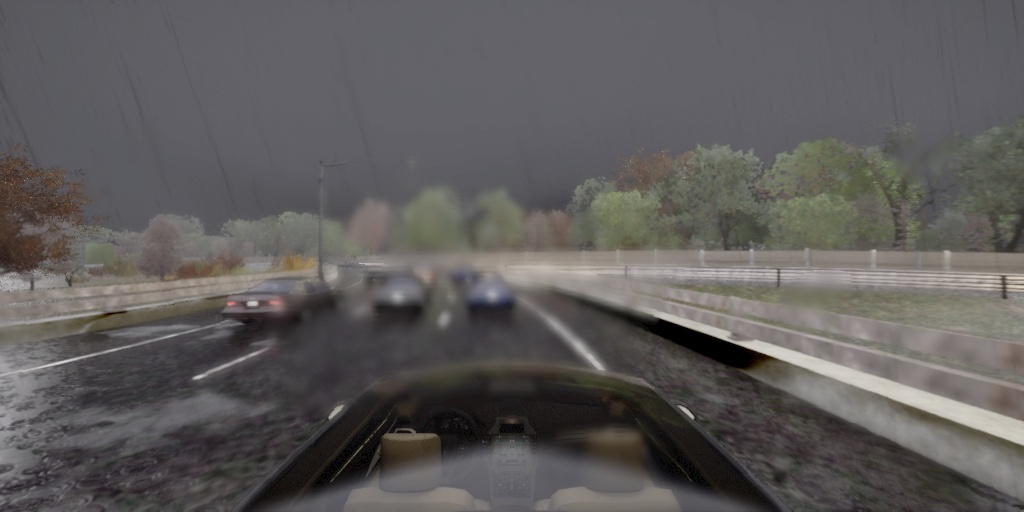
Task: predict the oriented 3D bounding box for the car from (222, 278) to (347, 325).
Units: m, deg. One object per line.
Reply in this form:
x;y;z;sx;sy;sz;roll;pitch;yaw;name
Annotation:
-7.661;1.473;12.738;2.033;1.411;5.357;0;-1;-7;car

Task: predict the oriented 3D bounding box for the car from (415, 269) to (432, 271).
-7.419;1.751;30.002;1.895;1.301;4.718;0;-1;-15;car

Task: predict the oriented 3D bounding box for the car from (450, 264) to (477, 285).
-4.160;1.506;31.302;2.097;1.767;4.553;0;-1;-15;car

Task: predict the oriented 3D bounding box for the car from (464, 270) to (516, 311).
-0.988;1.502;15.698;1.994;1.385;4.181;0;-1;-7;car

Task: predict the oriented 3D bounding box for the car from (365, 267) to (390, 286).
-11.004;1.669;29.828;1.837;1.490;4.892;0;0;-15;car

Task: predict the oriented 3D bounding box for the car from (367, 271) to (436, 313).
-4.447;1.509;15.188;1.994;1.385;4.181;0;-1;-7;car
